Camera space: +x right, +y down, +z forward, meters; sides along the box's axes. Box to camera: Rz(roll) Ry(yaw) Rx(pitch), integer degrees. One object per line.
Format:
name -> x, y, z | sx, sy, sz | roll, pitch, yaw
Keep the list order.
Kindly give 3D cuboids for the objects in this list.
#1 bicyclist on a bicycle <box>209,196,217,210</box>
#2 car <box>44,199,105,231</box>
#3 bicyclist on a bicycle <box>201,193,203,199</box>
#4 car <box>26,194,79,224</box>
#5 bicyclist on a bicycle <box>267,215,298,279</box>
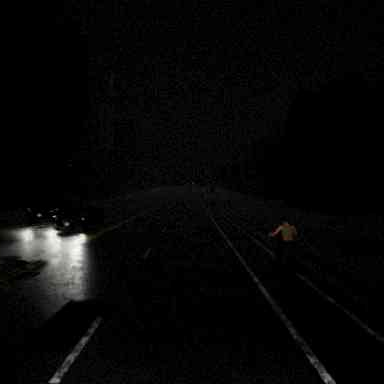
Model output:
bicyclist on a bicycle -> 2.363, 1.256, 37.550 | 0.866, 1.612, 1.509 | 0, 1, -1
car -> -6.600, 1.429, 19.985 | 2.128, 1.511, 4.902 | 0, 0, 0
bicyclist on a bicycle -> 2.277, 0.780, 75.973 | 0.582, 1.620, 1.656 | 0, 1, 0
car -> -9.851, 1.138, 24.224 | 2.150, 2.045, 5.566 | 0, 0, 0
bicyclist on a bicycle -> 2.511, 1.417, 9.014 | 0.866, 1.612, 1.509 | 0, 0, 0
